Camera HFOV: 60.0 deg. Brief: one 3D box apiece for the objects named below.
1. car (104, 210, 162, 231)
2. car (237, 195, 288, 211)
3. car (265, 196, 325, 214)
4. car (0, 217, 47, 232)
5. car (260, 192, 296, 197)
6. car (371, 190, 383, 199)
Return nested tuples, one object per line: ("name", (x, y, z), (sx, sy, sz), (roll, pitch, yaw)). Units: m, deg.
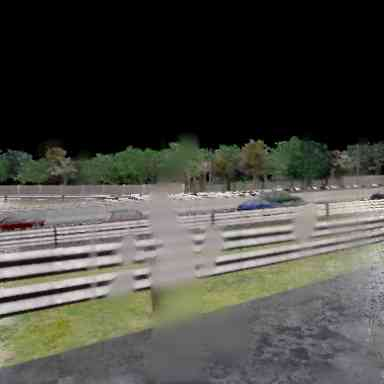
("car", (-4.733, 2.183, 26.439), (4.553, 1.767, 2.097), (-3, 2, -21))
("car", (7.081, 1.508, 34.753), (5.008, 1.535, 1.882), (-3, 2, -21))
("car", (10.202, 1.491, 32.206), (5.357, 1.411, 2.033), (-3, 2, -21))
("car", (-15.568, 2.881, 29.762), (4.718, 1.301, 1.895), (-3, 2, -21))
("car", (10.502, 0.947, 39.822), (5.566, 2.045, 2.150), (-3, 2, -21))
("car", (24.771, 0.480, 41.582), (5.008, 1.535, 1.882), (-3, 2, -21))
